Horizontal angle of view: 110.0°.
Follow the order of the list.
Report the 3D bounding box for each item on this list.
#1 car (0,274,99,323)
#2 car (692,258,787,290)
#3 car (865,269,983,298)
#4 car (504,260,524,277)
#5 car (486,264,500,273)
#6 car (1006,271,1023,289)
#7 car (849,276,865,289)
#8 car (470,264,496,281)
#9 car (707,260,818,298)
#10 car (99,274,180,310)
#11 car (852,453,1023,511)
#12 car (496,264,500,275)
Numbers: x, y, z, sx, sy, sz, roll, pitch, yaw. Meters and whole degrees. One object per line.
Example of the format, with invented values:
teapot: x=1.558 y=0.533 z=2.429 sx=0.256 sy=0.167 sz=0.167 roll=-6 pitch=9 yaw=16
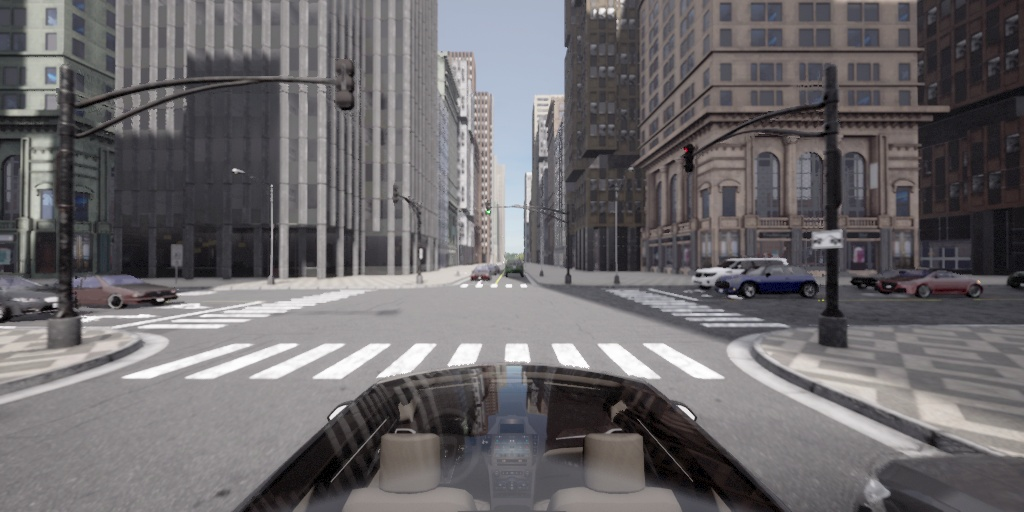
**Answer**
car: x=-18.030 y=1.427 z=12.363 sx=4.902 sy=1.511 sz=2.128 roll=0 pitch=0 yaw=0
car: x=14.259 y=1.139 z=22.285 sx=5.566 sy=2.045 sz=2.150 roll=0 pitch=0 yaw=0
car: x=21.965 y=1.438 z=19.027 sx=4.181 sy=1.385 sz=1.994 roll=0 pitch=0 yaw=0
car: x=0.274 y=1.448 z=43.840 sx=2.150 sy=2.045 sz=5.566 roll=0 pitch=-1 yaw=0
car: x=-2.907 y=1.925 z=55.488 sx=1.994 sy=1.385 sz=4.181 roll=0 pitch=-1 yaw=0
car: x=34.008 y=1.217 z=22.255 sx=4.553 sy=1.767 sz=2.097 roll=0 pitch=0 yaw=0
car: x=24.023 y=1.493 z=22.265 sx=4.718 sy=1.301 sz=1.895 roll=0 pitch=0 yaw=0
car: x=-2.951 y=1.678 z=35.490 sx=2.033 sy=1.411 sz=5.357 roll=0 pitch=-1 yaw=0
car: x=13.327 y=1.249 z=19.033 sx=4.553 sy=1.767 sz=2.097 roll=0 pitch=0 yaw=0
car: x=-17.766 y=1.506 z=15.665 sx=5.357 sy=1.411 sz=2.033 roll=0 pitch=0 yaw=5
car: x=2.761 y=1.284 z=0.198 sx=2.007 sy=1.370 sz=4.403 roll=0 pitch=0 yaw=0
car: x=-2.922 y=1.809 z=45.478 sx=1.994 sy=1.385 sz=4.181 roll=0 pitch=-1 yaw=1
